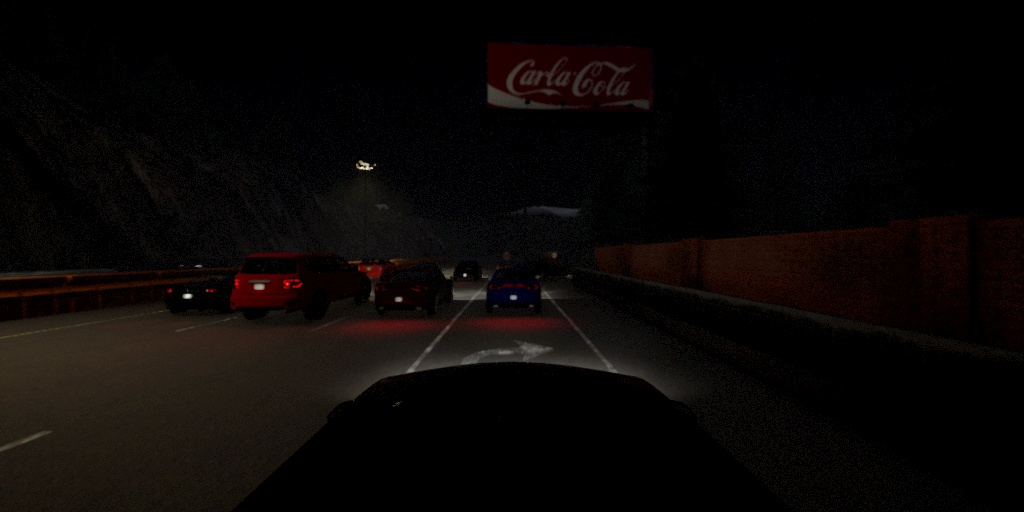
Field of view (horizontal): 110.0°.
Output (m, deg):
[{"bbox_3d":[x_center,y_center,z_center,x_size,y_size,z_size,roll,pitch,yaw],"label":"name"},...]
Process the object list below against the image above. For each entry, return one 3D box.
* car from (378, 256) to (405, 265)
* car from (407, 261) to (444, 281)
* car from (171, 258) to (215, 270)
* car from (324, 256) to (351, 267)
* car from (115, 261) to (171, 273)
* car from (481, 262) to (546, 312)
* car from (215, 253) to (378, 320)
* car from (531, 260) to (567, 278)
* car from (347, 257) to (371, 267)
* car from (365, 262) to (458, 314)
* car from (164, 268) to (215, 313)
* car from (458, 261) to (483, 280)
[{"bbox_3d":[-10.464,0.961,28.381,2.097,1.767,4.553,0,0,0],"label":"car"},{"bbox_3d":[-6.958,1.169,29.363,1.994,1.385,4.181,0,0,0],"label":"car"},{"bbox_3d":[-28.130,0.940,33.148,2.097,1.767,4.553,0,0,0],"label":"car"},{"bbox_3d":[-28.143,0.810,57.945,2.097,1.767,4.553,0,0,0],"label":"car"},{"bbox_3d":[-31.555,1.141,31.743,2.033,1.411,5.357,0,0,1],"label":"car"},{"bbox_3d":[0.064,1.164,13.863,1.882,1.535,5.008,0,0,0],"label":"car"},{"bbox_3d":[-6.943,0.917,12.561,2.150,2.045,5.566,0,1,0],"label":"car"},{"bbox_3d":[2.543,1.083,29.222,1.882,1.535,5.008,-2,-1,41],"label":"car"},{"bbox_3d":[-24.640,0.933,57.998,1.882,1.535,5.008,0,1,-1],"label":"car"},{"bbox_3d":[-3.440,1.167,13.409,1.882,1.535,5.008,0,0,0],"label":"car"},{"bbox_3d":[-10.437,1.252,13.557,1.994,1.385,4.181,0,0,0],"label":"car"},{"bbox_3d":[-3.460,1.114,28.800,1.837,1.490,4.892,0,1,0],"label":"car"}]
